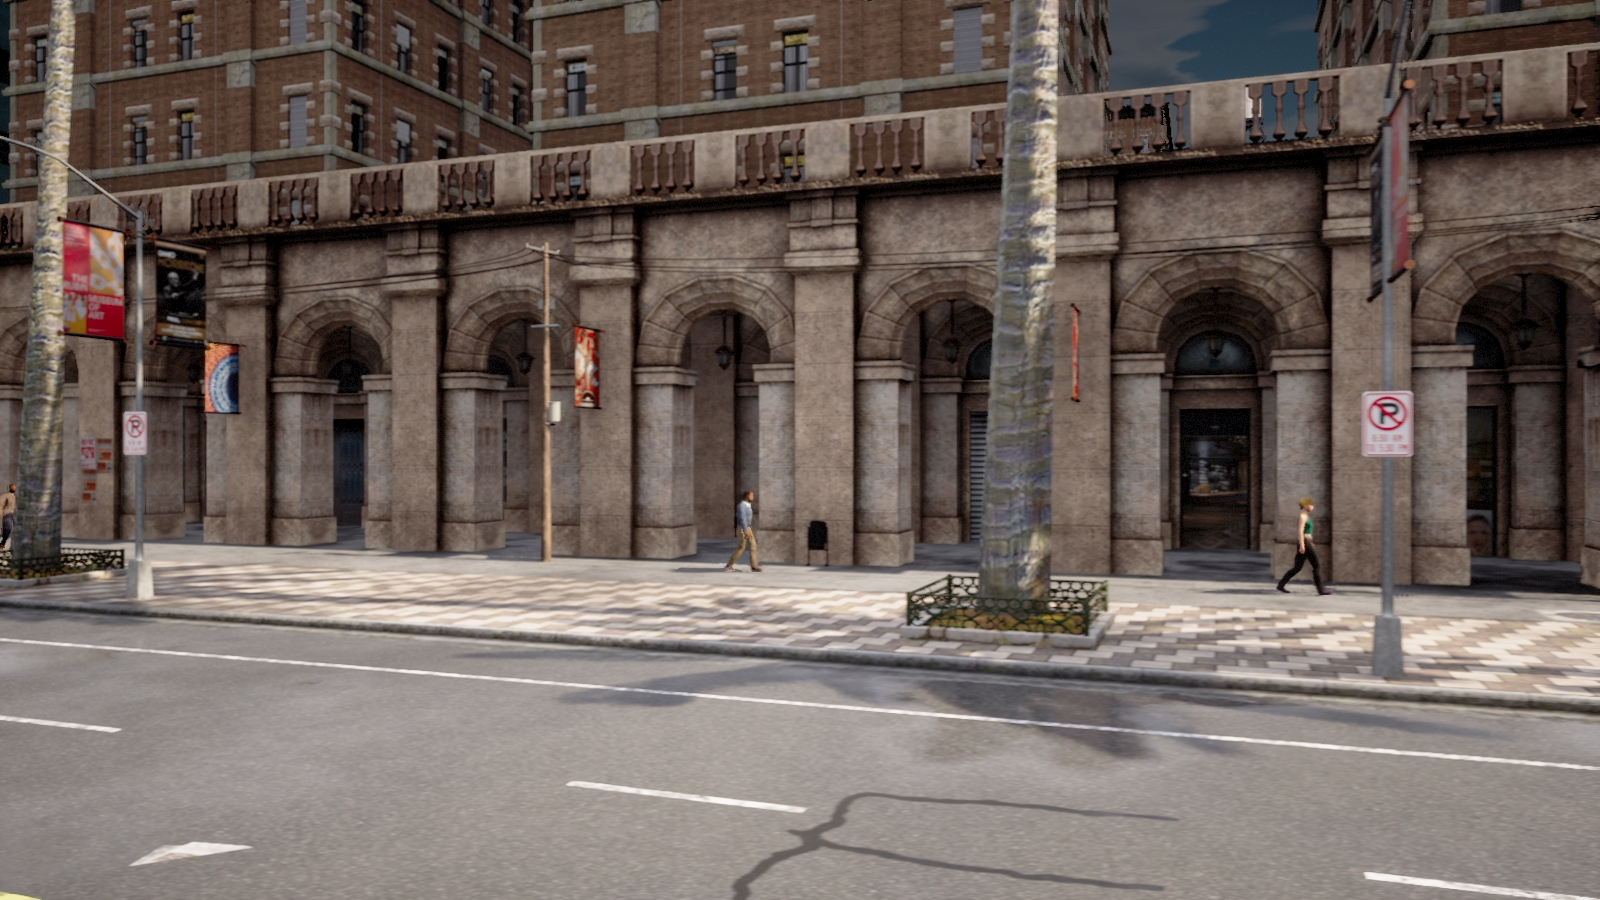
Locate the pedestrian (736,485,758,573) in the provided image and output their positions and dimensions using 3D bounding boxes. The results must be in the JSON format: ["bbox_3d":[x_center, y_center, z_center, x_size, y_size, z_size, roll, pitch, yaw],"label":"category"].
[{"bbox_3d":[-1.141,1.700,24.586,0.375,1.860,0.375,0,0,20],"label":"pedestrian"}]

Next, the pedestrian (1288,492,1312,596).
[{"bbox_3d":[9.099,1.697,20.813,0.375,1.860,0.375,0,0,20],"label":"pedestrian"}]

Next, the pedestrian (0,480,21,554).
[{"bbox_3d":[-20.205,1.707,29.162,0.375,1.860,0.375,0,0,19],"label":"pedestrian"}]
